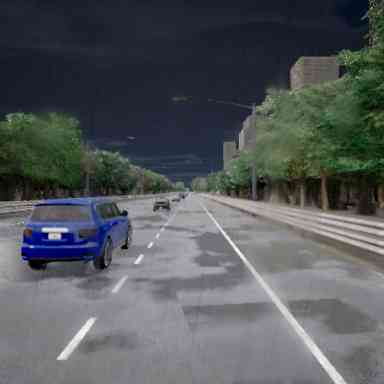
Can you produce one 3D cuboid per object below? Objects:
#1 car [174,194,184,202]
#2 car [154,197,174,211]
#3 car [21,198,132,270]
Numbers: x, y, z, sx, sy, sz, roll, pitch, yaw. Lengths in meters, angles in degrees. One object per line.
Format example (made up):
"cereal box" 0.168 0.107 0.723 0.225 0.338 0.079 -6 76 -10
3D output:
"car" -3.528 1.642 75.940 1.895 1.301 4.718 0 0 0
"car" -3.515 1.516 40.265 1.837 1.490 4.892 0 0 0
"car" -3.502 1.222 11.170 2.150 2.045 5.566 0 0 0
